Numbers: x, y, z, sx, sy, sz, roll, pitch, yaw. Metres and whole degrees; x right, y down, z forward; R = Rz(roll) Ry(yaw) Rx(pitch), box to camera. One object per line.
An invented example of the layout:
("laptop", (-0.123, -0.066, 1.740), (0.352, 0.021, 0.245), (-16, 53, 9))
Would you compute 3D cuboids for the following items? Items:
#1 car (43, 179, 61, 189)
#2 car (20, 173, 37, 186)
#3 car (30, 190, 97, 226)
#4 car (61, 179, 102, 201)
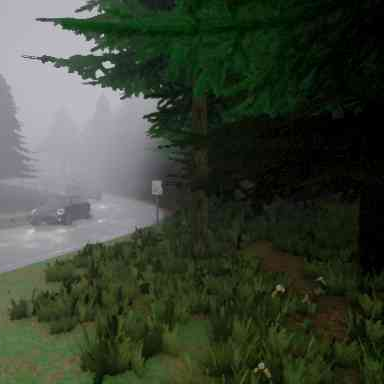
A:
("car", (-18.443, -0.957, 45.362), (4.892, 1.490, 1.837), (6, 4, 38))
("car", (-25.775, -2.135, 52.419), (2.150, 2.045, 5.566), (0, 5, -30))
("car", (-7.930, 1.023, 20.484), (2.097, 1.767, 4.553), (0, 3, 5))
("car", (-11.436, -0.221, 34.916), (2.150, 2.045, 5.566), (-1, 6, -40))
